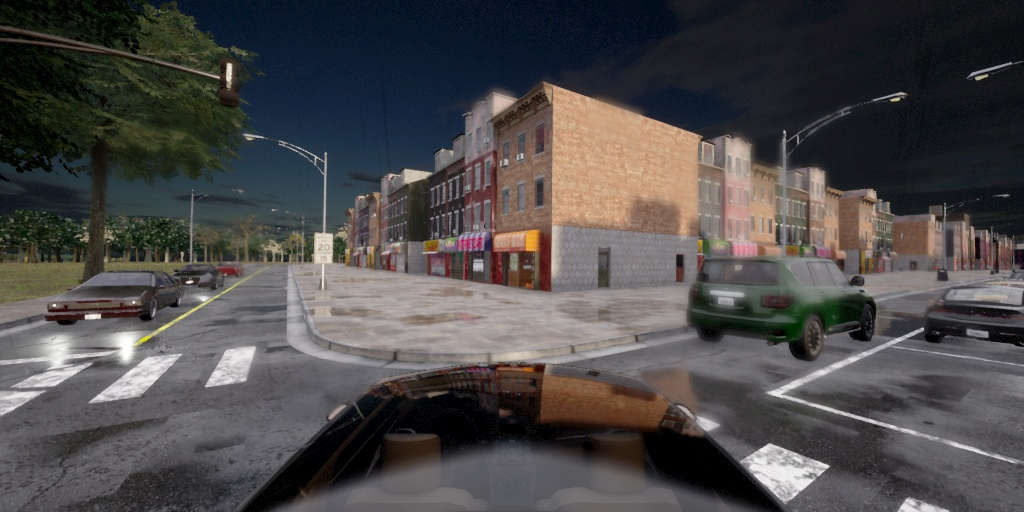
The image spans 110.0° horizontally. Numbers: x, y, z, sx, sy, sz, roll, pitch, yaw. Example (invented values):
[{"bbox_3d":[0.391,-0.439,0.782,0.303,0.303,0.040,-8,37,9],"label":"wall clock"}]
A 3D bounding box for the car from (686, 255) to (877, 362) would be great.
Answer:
[{"bbox_3d":[6.510,1.017,8.551,5.566,2.045,2.150,1,-1,-32],"label":"car"}]

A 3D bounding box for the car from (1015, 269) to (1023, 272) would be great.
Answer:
[{"bbox_3d":[25.690,1.417,17.577,4.097,1.591,1.967,0,0,-32],"label":"car"}]

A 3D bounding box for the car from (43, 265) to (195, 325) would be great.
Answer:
[{"bbox_3d":[-12.167,1.157,11.470,2.033,1.411,5.357,1,0,-32],"label":"car"}]

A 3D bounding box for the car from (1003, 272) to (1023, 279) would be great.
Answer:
[{"bbox_3d":[16.249,1.392,11.593,4.829,1.417,1.751,0,0,-32],"label":"car"}]

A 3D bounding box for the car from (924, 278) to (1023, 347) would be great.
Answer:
[{"bbox_3d":[11.313,1.365,8.464,4.403,1.370,2.007,0,0,-32],"label":"car"}]

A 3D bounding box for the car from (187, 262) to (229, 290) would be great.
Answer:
[{"bbox_3d":[-17.449,1.147,19.930,1.994,1.385,4.181,1,-1,-32],"label":"car"}]

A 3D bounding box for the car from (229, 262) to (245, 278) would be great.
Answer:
[{"bbox_3d":[-23.857,1.182,30.209,1.895,1.301,4.718,1,-1,-32],"label":"car"}]
